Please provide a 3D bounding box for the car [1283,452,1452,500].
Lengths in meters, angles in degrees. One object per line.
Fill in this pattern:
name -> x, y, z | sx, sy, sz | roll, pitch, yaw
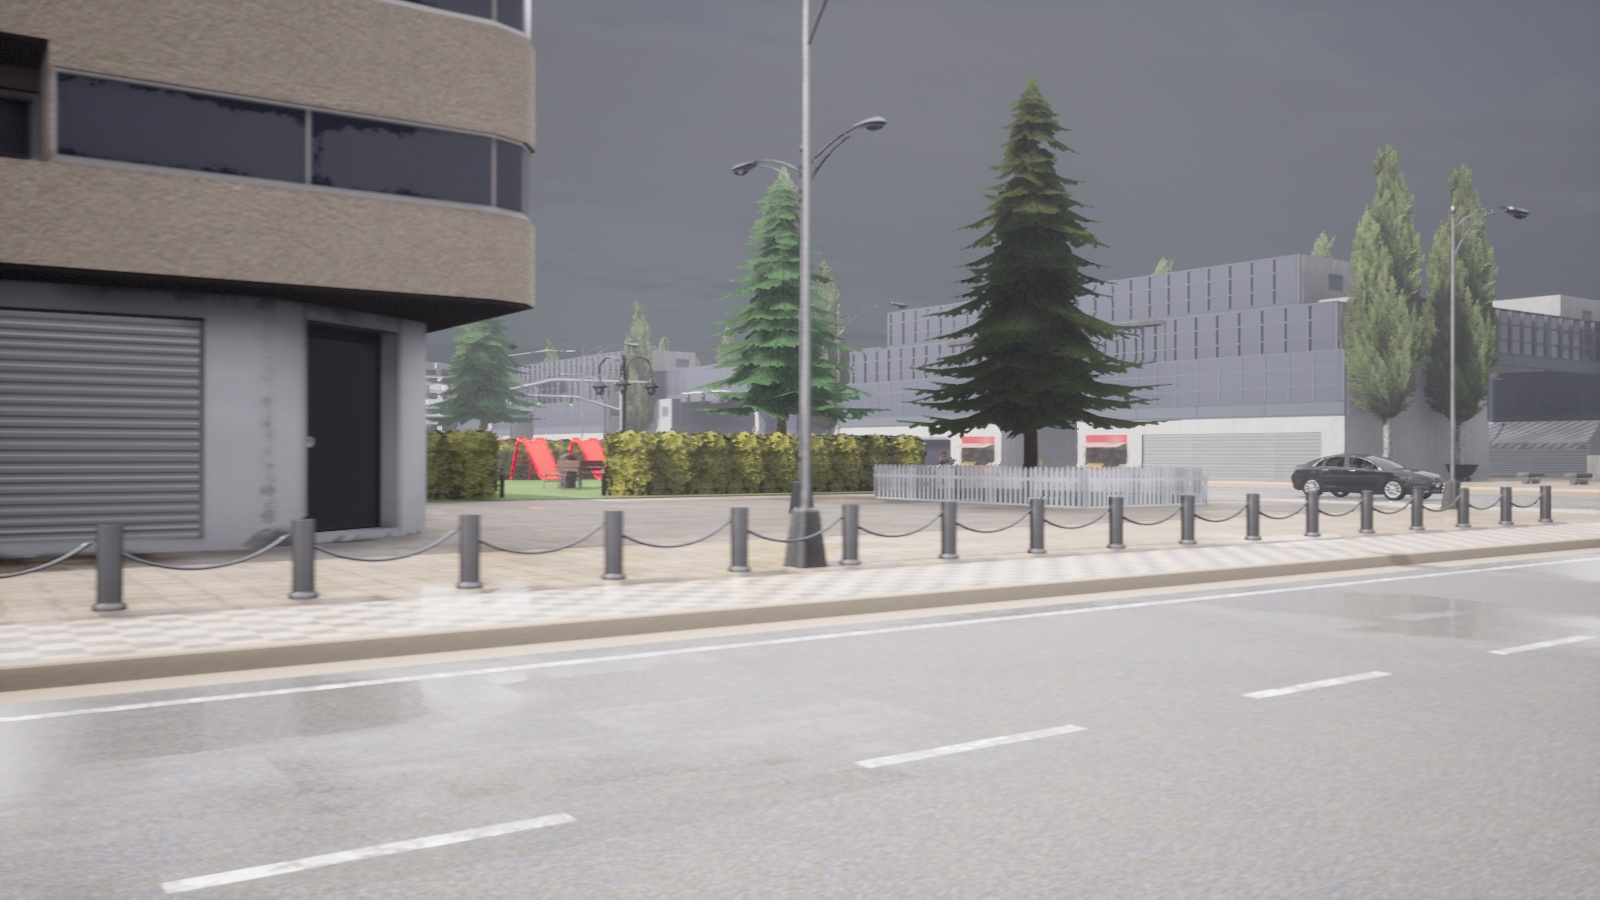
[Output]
car -> 18.809, 0.813, 41.853 | 1.837, 1.490, 4.892 | 0, 0, -35
